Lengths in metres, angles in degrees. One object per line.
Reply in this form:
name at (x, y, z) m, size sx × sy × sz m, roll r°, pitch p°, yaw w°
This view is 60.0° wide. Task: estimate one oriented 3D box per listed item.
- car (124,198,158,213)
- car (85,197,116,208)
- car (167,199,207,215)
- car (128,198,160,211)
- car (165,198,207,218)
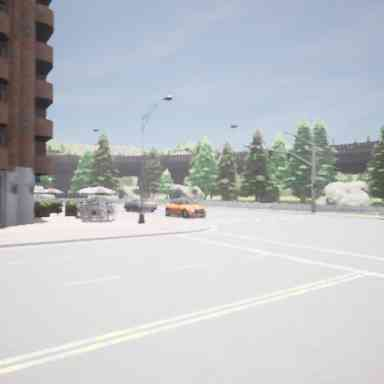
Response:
car at (-6.065, 1.631, 38.530) m, size 2.033 × 1.411 × 5.357 m, roll 1°, pitch 0°, yaw -36°
car at (-12.786, 1.676, 46.209) m, size 4.718 × 1.301 × 1.895 m, roll 0°, pitch 0°, yaw 38°
car at (-0.677, 1.589, 36.921) m, size 1.882 × 1.535 × 5.008 m, roll 1°, pitch 0°, yaw -36°
car at (-6.483, 1.586, 44.528) m, size 1.882 × 1.535 × 5.008 m, roll 1°, pitch 0°, yaw -41°
car at (-0.590, 1.436, 30.801) m, size 2.097 × 1.767 × 4.553 m, roll 1°, pitch 0°, yaw -35°
